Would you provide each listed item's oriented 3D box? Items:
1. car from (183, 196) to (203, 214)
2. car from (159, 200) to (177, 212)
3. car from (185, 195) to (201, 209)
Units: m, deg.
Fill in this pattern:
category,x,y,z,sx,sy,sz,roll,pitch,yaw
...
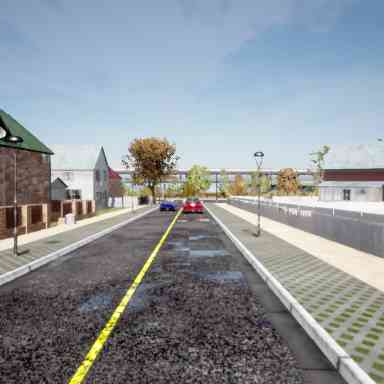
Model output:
category,x,y,z,sx,sy,sz,roll,pitch,yaw
car,0.095,1.345,35.347,2.097,1.767,4.553,0,0,0
car,-2.759,1.596,39.246,1.895,1.301,4.718,0,0,0
car,0.097,1.353,45.108,2.097,1.767,4.553,0,0,0
